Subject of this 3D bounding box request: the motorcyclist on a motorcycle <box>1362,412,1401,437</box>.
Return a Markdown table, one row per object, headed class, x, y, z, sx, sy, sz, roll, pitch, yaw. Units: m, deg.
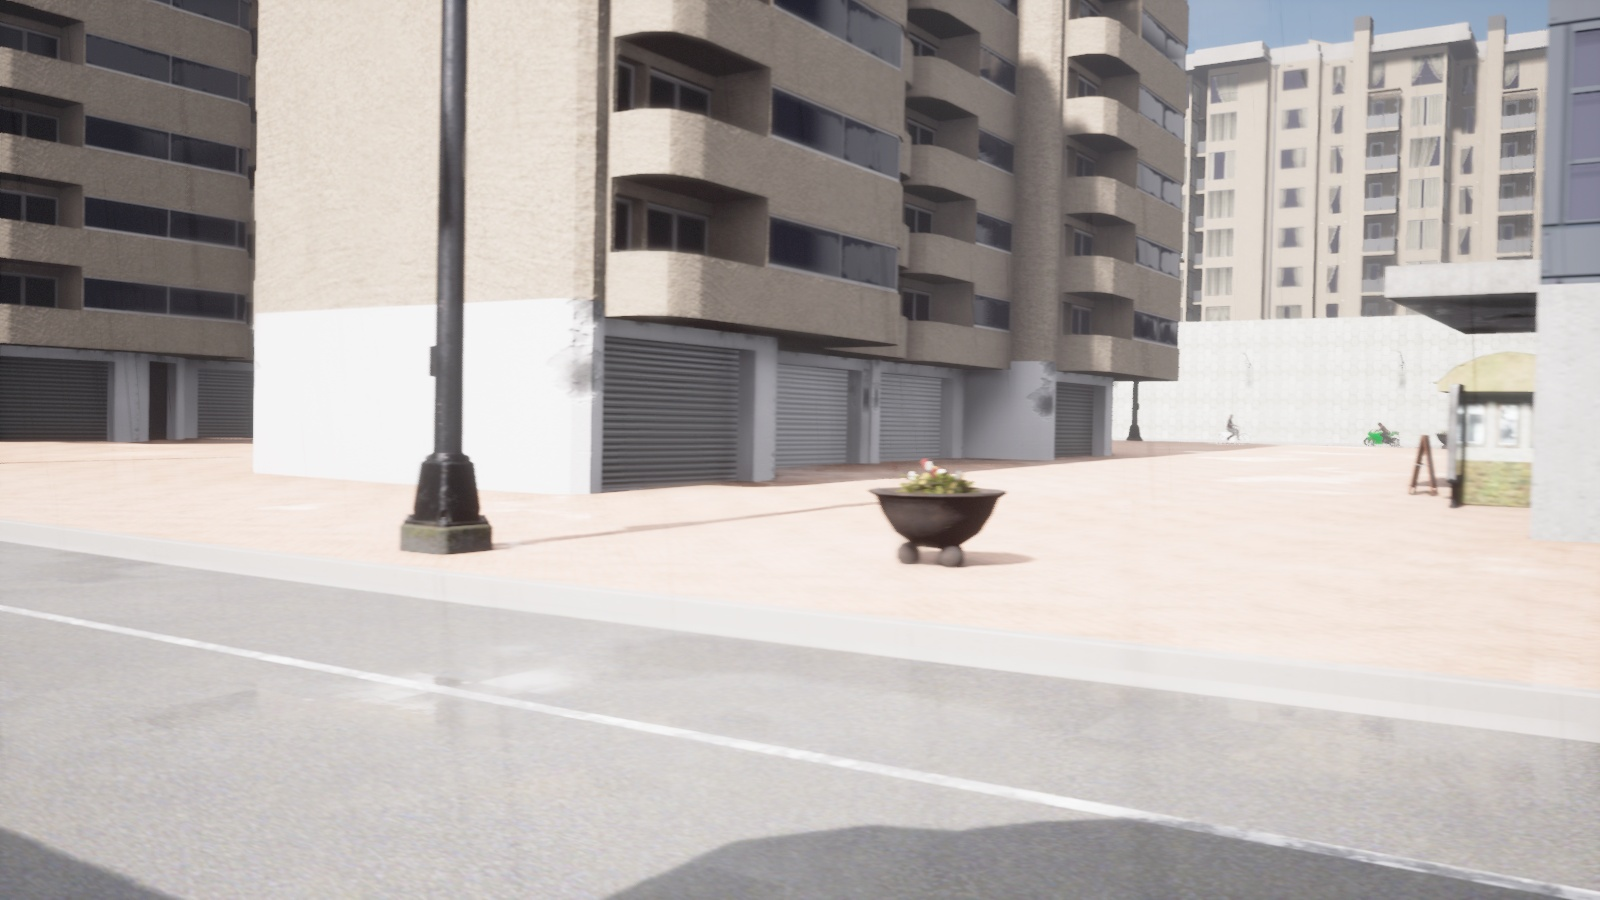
| class | x | y | z | sx | sy | sz | roll | pitch | yaw |
| --- | --- | --- | --- | --- | --- | --- | --- | --- | --- |
| motorcyclist on a motorcycle | 35.014 | -1.538 | 75.618 | 2.044 | 1.523 | 0.797 | 1 | 2 | 35 |
